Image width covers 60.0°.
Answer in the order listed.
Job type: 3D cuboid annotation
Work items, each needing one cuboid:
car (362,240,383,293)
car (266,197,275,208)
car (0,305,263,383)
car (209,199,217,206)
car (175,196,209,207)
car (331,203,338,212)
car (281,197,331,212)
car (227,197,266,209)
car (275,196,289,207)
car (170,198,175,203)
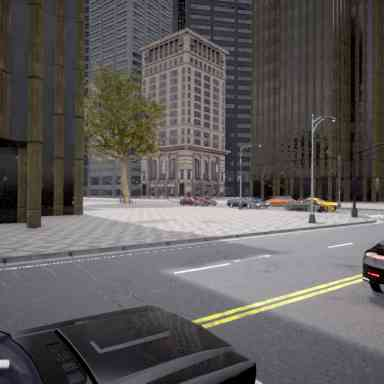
[{"bbox_3d":[5.816,1.492,7.584,4.902,1.511,2.128,0,0,-35],"label":"car"},{"bbox_3d":[8.414,1.477,45.945,2.128,1.511,4.902,1,0,-40],"label":"car"},{"bbox_3d":[-1.706,1.601,2.224,4.718,1.301,1.895,0,0,-36],"label":"car"},{"bbox_3d":[1.914,1.508,53.541,1.812,1.442,4.674,1,0,-41],"label":"car"},{"bbox_3d":[-0.027,1.476,50.839,1.812,1.442,4.674,1,0,-41],"label":"car"},{"bbox_3d":[14.395,1.463,38.573,1.882,1.535,5.008,1,0,-38],"label":"car"},{"bbox_3d":[12.245,1.517,36.038,1.994,1.385,4.181,1,0,-39],"label":"car"},{"bbox_3d":[6.655,1.445,42.986,2.128,1.511,4.902,1,0,-40],"label":"car"},{"bbox_3d":[13.261,1.403,50.600,2.097,1.767,4.553,1,0,-40],"label":"car"},{"bbox_3d":[-2.594,1.572,68.345,1.812,1.442,4.674,1,-1,-43],"label":"car"}]
